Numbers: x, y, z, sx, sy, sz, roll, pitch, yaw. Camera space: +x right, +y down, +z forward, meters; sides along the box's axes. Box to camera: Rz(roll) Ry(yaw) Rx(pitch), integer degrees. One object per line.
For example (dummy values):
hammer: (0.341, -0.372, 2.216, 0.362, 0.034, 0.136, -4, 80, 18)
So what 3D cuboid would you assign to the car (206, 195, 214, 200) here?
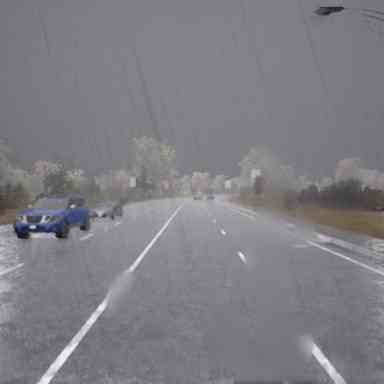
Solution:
car: (4.860, 1.445, 88.261, 1.837, 1.490, 4.892, 0, 0, 4)

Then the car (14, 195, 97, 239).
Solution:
car: (-7.095, 1.213, 17.635, 2.150, 2.045, 5.566, 0, 0, 1)

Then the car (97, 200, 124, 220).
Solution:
car: (-7.077, 1.475, 28.170, 2.128, 1.511, 4.902, 0, 0, 0)

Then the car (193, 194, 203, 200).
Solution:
car: (1.368, 1.538, 88.491, 1.895, 1.301, 4.718, 0, 0, 4)
